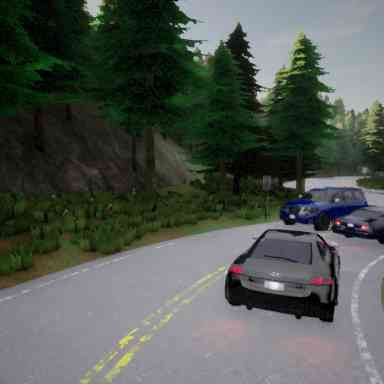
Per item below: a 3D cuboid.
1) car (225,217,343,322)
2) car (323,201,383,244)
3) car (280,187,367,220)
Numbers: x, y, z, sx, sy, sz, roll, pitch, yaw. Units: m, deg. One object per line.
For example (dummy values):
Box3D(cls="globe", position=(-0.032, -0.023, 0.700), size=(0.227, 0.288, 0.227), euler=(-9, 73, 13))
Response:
Box3D(cls="car", position=(2.212, 1.532, 7.444), size=(1.994, 1.385, 4.181), euler=(2, 2, 24))
Box3D(cls="car", position=(8.597, 1.372, 14.968), size=(5.357, 1.411, 2.033), euler=(-1, 5, -33))
Box3D(cls="car", position=(7.213, 0.810, 17.846), size=(5.566, 2.045, 2.150), euler=(-1, 5, -34))
